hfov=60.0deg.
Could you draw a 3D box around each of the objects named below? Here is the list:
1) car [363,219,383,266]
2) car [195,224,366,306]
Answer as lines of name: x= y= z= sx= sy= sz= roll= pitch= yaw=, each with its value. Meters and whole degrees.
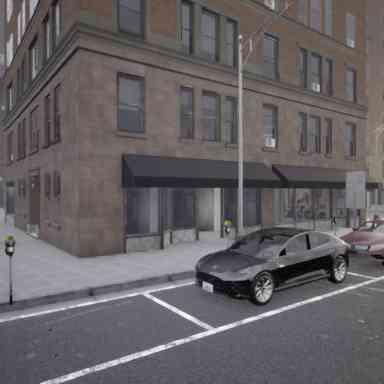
car: x=6.550 y=1.582 z=11.274 sx=4.206 sy=1.307 sz=1.802 roll=0 pitch=0 yaw=-36
car: x=2.088 y=1.565 z=8.056 sx=4.313 sy=1.339 sz=1.947 roll=0 pitch=0 yaw=-36
